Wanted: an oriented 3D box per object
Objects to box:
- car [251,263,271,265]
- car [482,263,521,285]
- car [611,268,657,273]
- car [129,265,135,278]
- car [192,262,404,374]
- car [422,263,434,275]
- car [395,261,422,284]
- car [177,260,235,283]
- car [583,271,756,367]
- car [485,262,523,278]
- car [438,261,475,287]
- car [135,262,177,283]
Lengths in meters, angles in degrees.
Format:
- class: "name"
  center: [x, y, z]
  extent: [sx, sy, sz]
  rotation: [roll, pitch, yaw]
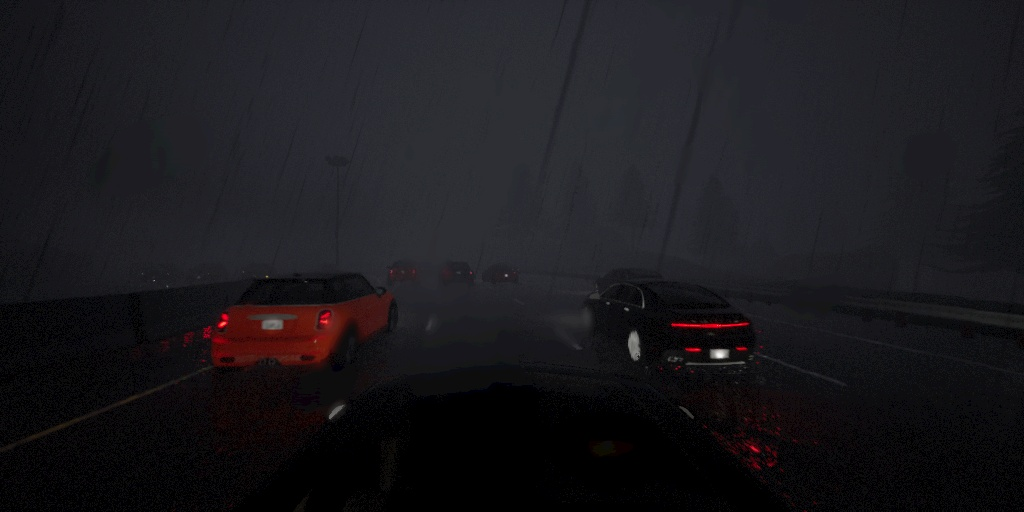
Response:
- class: "car"
  center: [-20.996, 1.337, 29.989]
  extent: [1.837, 1.490, 4.892]
  rotation: [0, 0, -27]
- class: "car"
  center: [-1.005, 1.373, 27.432]
  extent: [1.994, 1.385, 4.181]
  rotation: [0, 0, -17]
- class: "car"
  center: [5.366, 1.284, 16.578]
  extent: [1.837, 1.490, 4.892]
  rotation: [0, 0, -9]
- class: "car"
  center: [-37.560, 1.339, 36.805]
  extent: [1.882, 1.535, 5.008]
  rotation: [0, 0, -39]
- class: "car"
  center: [-3.995, 1.119, 7.832]
  extent: [2.097, 1.767, 4.553]
  rotation: [0, 0, -5]
- class: "car"
  center: [-10.025, 1.409, 39.495]
  extent: [1.994, 1.385, 4.181]
  rotation: [0, 0, -28]
- class: "car"
  center: [-8.339, 1.167, 27.230]
  extent: [2.097, 1.767, 4.553]
  rotation: [0, 0, -19]
- class: "car"
  center: [-24.244, 1.323, 28.684]
  extent: [2.128, 1.511, 4.902]
  rotation: [0, 0, -27]
- class: "car"
  center: [3.012, 1.267, 7.975]
  extent: [1.837, 1.490, 4.892]
  rotation: [0, 0, -5]
- class: "car"
  center: [-0.948, 1.378, 37.106]
  extent: [2.033, 1.411, 5.357]
  rotation: [0, 0, -25]
- class: "car"
  center: [-4.033, 1.159, 25.381]
  extent: [2.097, 1.767, 4.553]
  rotation: [0, 0, -17]
- class: "car"
  center: [-28.498, 1.363, 29.422]
  extent: [1.812, 1.442, 4.674]
  rotation: [0, 0, -29]
